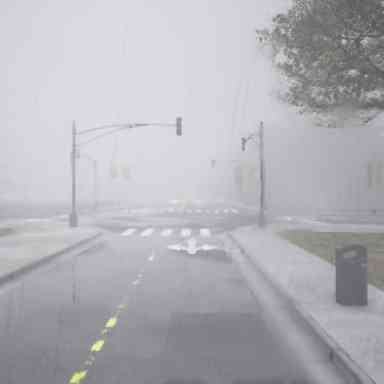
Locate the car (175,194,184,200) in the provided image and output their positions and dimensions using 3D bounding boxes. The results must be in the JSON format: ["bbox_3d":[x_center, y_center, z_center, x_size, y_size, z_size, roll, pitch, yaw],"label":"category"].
[{"bbox_3d":[-3.137,1.203,83.750,2.097,1.767,4.553,0,0,0],"label":"car"}]
